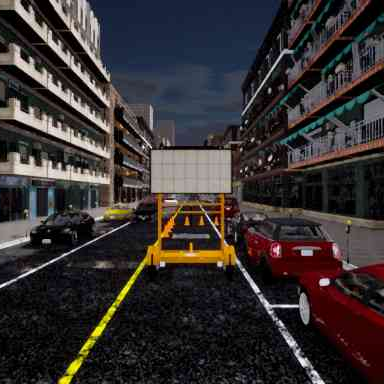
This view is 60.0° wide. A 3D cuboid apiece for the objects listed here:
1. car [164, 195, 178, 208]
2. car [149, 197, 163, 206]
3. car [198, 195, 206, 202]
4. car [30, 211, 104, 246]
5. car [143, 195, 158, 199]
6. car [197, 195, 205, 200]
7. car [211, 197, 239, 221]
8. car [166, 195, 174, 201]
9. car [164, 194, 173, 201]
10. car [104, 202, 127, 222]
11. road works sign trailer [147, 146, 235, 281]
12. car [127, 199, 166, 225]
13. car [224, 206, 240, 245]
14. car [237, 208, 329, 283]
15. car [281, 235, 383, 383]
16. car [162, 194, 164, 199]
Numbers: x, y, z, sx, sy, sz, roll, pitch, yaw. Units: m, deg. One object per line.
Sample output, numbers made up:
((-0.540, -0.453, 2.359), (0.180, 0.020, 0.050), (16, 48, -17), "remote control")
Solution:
((-3.134, 1.512, 49.416), (1.812, 1.442, 4.674), (0, 0, 0), "car")
((-5.839, 1.566, 54.736), (1.802, 1.307, 4.206), (0, 0, 0), "car")
((2.480, 1.498, 77.471), (1.752, 1.417, 4.829), (0, 0, 0), "car")
((-5.730, 1.564, 15.280), (1.947, 1.339, 4.313), (0, 0, 0), "car")
((-5.807, 1.429, 43.463), (1.967, 1.590, 4.097), (0, 0, 0), "car")
((2.449, 1.511, 88.573), (1.887, 1.381, 4.507), (0, 0, 0), "car")
((2.621, 1.311, 26.573), (2.192, 1.841, 5.009), (0, 0, 0), "car")
((-5.931, 1.511, 88.555), (1.887, 1.381, 4.507), (0, 0, 0), "car")
((-5.915, 1.409, 82.917), (1.967, 1.590, 4.097), (0, 0, 0), "car")
((-5.760, 1.521, 26.383), (1.752, 1.417, 4.829), (0, 0, 0), "car")
((-0.025, 0.464, 9.789), (2.380, 3.560, 2.880), (0, 0, 0), "road works sign trailer")
((-3.164, 1.501, 24.072), (1.837, 1.490, 4.892), (0, 0, 0), "car")
((2.651, 1.549, 15.300), (2.008, 1.369, 4.403), (0, 0, 0), "car")
((2.667, 1.439, 9.664), (1.967, 1.590, 4.097), (0, 0, 0), "car")
((2.682, 1.545, 4.028), (1.887, 1.381, 4.507), (0, 0, 0), "car")
((-5.822, 1.302, 49.100), (2.192, 1.841, 5.009), (0, 0, 0), "car")
